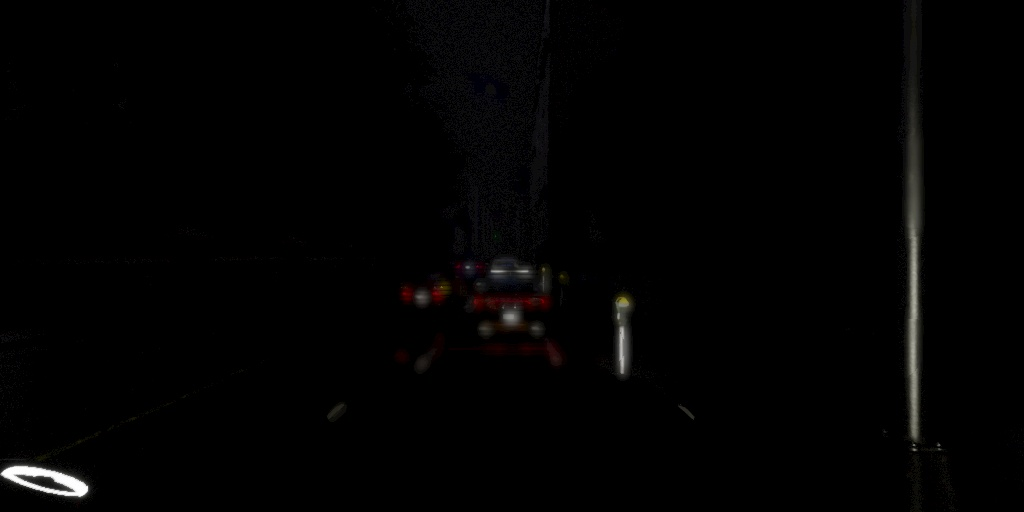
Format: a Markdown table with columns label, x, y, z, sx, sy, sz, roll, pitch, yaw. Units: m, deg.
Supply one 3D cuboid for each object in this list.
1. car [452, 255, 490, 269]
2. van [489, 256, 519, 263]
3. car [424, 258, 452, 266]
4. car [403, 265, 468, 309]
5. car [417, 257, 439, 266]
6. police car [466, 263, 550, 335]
| label | x | y | z | sx | sy | sz | roll | pitch | yaw |
| --- | --- | --- | --- | --- | --- | --- | --- | --- | --- |
| car | -3.061 | 0.959 | 28.554 | 2.150 | 2.045 | 5.566 | 0 | 0 | 0 |
| van | -0.289 | 1.083 | 21.849 | 1.690 | 1.789 | 3.998 | 0 | 0 | 0 |
| car | -6.239 | 1.224 | 32.983 | 2.128 | 1.511 | 4.902 | 0 | 0 | 0 |
| car | -3.142 | 1.272 | 14.871 | 1.812 | 1.442 | 4.674 | 0 | 0 | 0 |
| car | -8.813 | 1.040 | 38.791 | 2.192 | 1.841 | 5.009 | 0 | 0 | 0 |
| police car | -0.011 | 1.173 | 10.610 | 1.930 | 1.638 | 5.238 | 0 | 0 | 0 |
